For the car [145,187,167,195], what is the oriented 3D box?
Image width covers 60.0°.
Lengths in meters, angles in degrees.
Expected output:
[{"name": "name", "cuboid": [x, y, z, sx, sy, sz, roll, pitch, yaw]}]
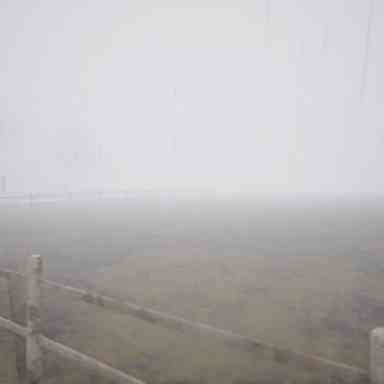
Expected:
[{"name": "car", "cuboid": [-6.986, -0.210, 64.860, 1.882, 1.535, 5.008, 0, 1, 35]}]
